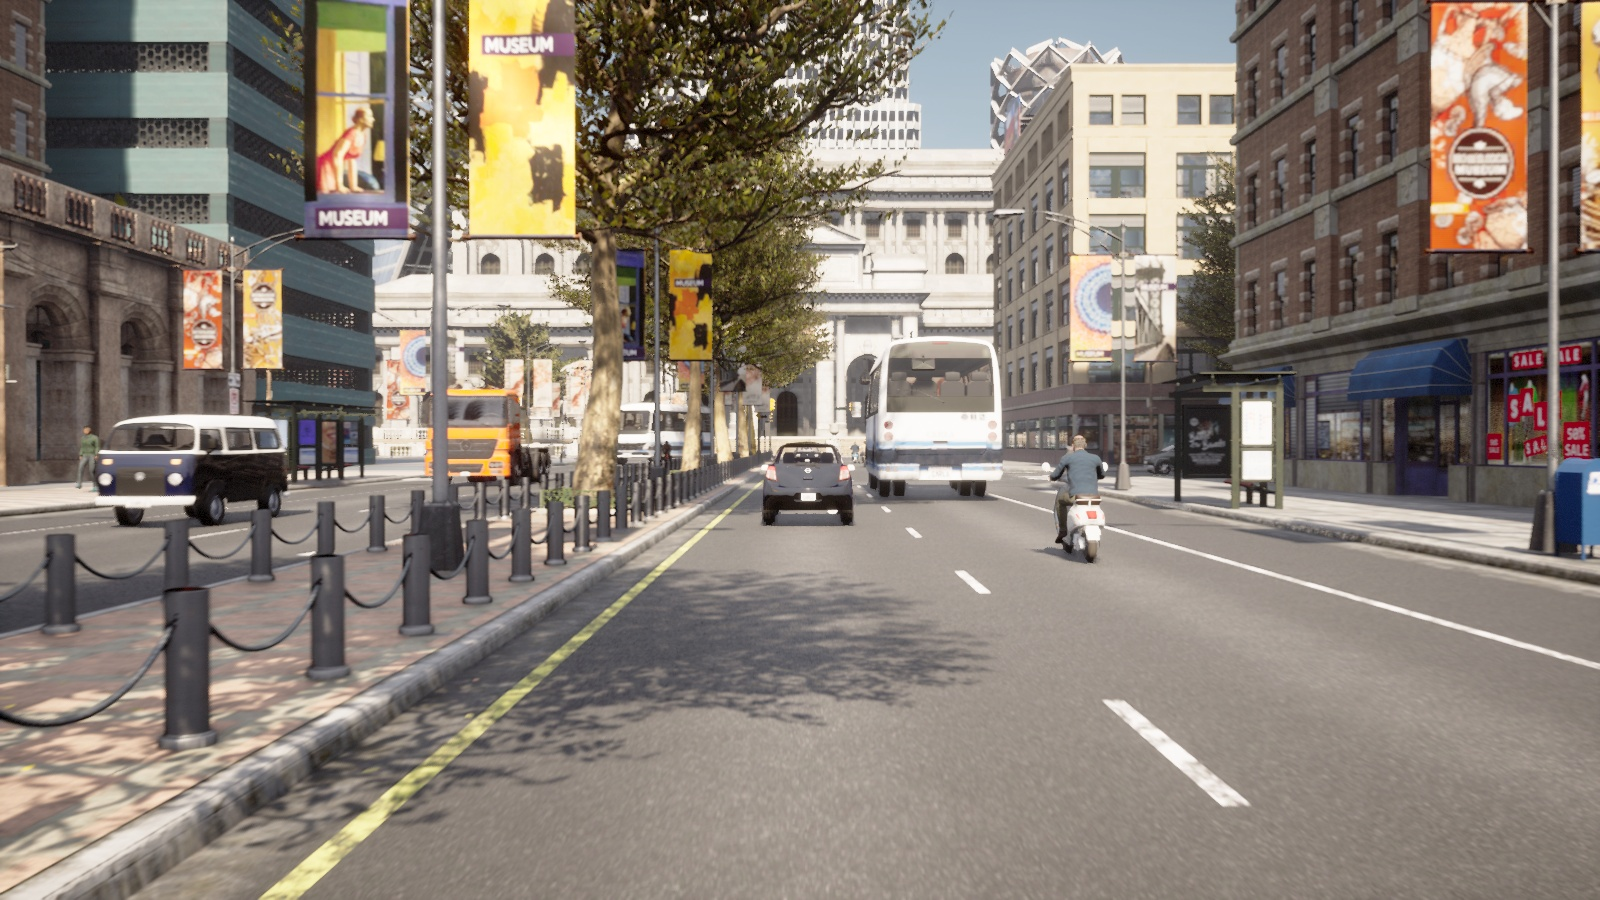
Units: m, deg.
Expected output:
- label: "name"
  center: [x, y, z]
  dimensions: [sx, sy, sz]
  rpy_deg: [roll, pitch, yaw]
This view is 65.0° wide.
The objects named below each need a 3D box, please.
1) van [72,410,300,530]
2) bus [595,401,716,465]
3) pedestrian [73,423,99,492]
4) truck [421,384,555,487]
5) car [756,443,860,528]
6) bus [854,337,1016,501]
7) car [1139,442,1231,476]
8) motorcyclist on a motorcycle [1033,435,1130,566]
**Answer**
- label: "van"
  center: [-11.351, 0.326, 23.631]
  dimensions: [2.069, 2.038, 4.480]
  rpy_deg: [0, 0, 0]
- label: "bus"
  center: [-9.943, -1.140, 88.195]
  dimensions: [3.944, 4.253, 10.273]
  rpy_deg: [0, 0, 22]
- label: "pedestrian"
  center: [-19.382, 0.193, 34.083]
  dimensions: [0.353, 1.847, 0.614]
  rpy_deg: [0, 0, 2]
- label: "truck"
  center: [-11.224, -0.507, 46.019]
  dimensions: [2.891, 3.462, 7.936]
  rpy_deg: [0, 0, 0]
- label: "car"
  center: [0.151, 0.623, 24.131]
  dimensions: [1.845, 1.501, 3.633]
  rpy_deg: [0, 0, 0]
- label: "bus"
  center: [3.714, -0.841, 37.666]
  dimensions: [3.944, 4.253, 10.273]
  rpy_deg: [0, 0, 1]
- label: "car"
  center: [17.746, 0.409, 57.952]
  dimensions: [3.705, 1.549, 1.789]
  rpy_deg: [0, 0, -1]
- label: "motorcyclist on a motorcycle"
  center: [3.599, 0.610, 16.209]
  dimensions: [0.866, 1.590, 1.817]
  rpy_deg: [0, 0, 1]
